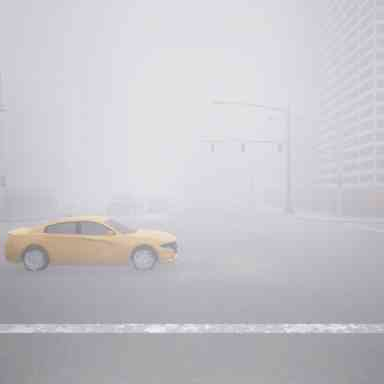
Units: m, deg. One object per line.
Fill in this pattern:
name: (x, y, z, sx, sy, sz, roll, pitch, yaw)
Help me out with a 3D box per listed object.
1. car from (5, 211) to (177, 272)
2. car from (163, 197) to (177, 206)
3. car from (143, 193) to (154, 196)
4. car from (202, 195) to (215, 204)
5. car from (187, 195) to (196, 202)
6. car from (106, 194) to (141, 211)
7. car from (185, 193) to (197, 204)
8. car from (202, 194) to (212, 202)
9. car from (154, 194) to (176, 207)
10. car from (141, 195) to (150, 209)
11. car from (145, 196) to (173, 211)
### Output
car: (-2.963, 1.477, 10.221, 5.008, 1.535, 1.882, 0, 0, 0)
car: (-3.707, 1.564, 56.503, 1.994, 1.385, 4.181, 0, 0, 0)
car: (-7.206, 1.221, 55.326, 2.150, 2.045, 5.566, 0, 0, 0)
car: (3.459, 1.526, 64.690, 1.812, 1.442, 4.674, 0, 0, 0)
car: (-0.158, 1.382, 74.441, 1.994, 1.385, 4.181, 0, 0, 0)
car: (-7.156, 1.221, 34.551, 2.150, 2.045, 5.566, 0, 0, 2)
car: (-0.135, 1.221, 63.770, 2.150, 2.045, 5.566, 0, 0, 0)
car: (3.345, 1.355, 74.593, 2.097, 1.767, 4.553, 0, 0, 0)
car: (-3.695, 1.352, 46.690, 2.097, 1.767, 4.553, 0, 0, 0)
car: (-7.195, 1.547, 44.802, 2.033, 1.411, 5.357, 0, 0, 0)
car: (-3.680, 1.491, 37.473, 2.128, 1.511, 4.902, 0, 0, 0)
